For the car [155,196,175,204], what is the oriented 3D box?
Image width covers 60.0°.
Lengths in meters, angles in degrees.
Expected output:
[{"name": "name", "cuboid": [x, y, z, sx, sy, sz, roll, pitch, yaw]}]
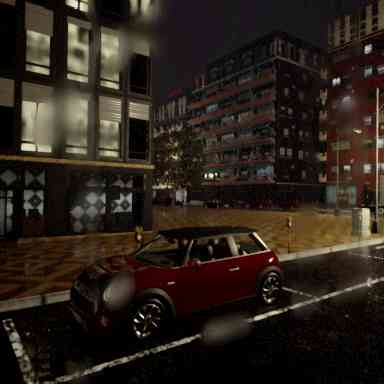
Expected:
[{"name": "car", "cuboid": [-6.139, 1.713, 73.818, 2.192, 1.841, 5.009, 1, -1, -35]}]

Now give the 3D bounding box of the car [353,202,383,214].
[{"name": "car", "cuboid": [19.981, 1.719, 36.726, 1.947, 1.339, 4.313, 1, -1, -35]}]

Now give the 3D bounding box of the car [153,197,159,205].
[{"name": "car", "cuboid": [-6.464, 1.755, 59.723, 1.887, 1.381, 4.507, 1, -1, -35]}]

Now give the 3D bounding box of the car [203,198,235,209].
[{"name": "car", "cuboid": [3.331, 1.669, 45.814, 2.008, 1.369, 4.403, 1, -1, -35]}]

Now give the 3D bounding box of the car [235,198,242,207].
[{"name": "car", "cuboid": [6.921, 1.715, 55.272, 1.967, 1.590, 4.097, 1, -1, -35]}]

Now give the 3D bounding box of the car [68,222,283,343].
[{"name": "car", "cuboid": [-0.184, 1.440, 6.406, 4.097, 1.590, 1.967, 0, 1, -35]}]

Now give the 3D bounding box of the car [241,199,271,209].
[{"name": "car", "cuboid": [10.186, 1.789, 50.635, 1.887, 1.381, 4.507, 1, -1, -35]}]

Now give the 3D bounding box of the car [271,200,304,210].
[{"name": "car", "cuboid": [13.451, 1.795, 45.998, 1.802, 1.307, 4.206, 1, -1, -35]}]

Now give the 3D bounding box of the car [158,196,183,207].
[{"name": "car", "cuboid": [-3.199, 1.724, 55.086, 1.887, 1.381, 4.507, 1, -1, -35]}]
